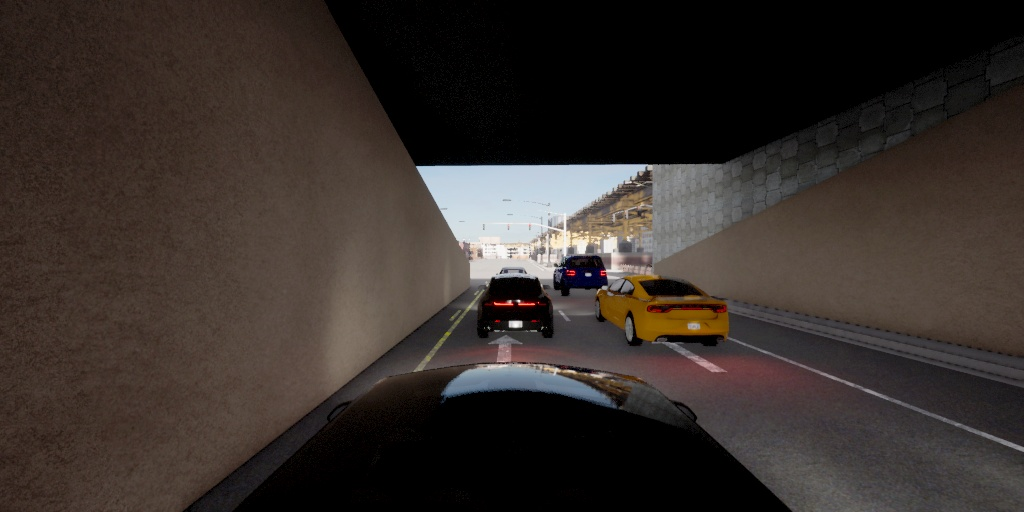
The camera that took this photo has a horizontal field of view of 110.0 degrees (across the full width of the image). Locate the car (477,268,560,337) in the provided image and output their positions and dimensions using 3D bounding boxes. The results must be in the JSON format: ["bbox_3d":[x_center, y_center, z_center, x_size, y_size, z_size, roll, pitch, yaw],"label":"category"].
[{"bbox_3d":[0.076,1.255,10.313,1.837,1.490,4.892,0,0,0],"label":"car"}]

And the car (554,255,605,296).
[{"bbox_3d":[3.569,0.971,19.484,2.150,2.045,5.566,0,0,0],"label":"car"}]

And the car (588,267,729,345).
[{"bbox_3d":[3.574,1.228,9.515,1.882,1.535,5.008,0,0,0],"label":"car"}]
